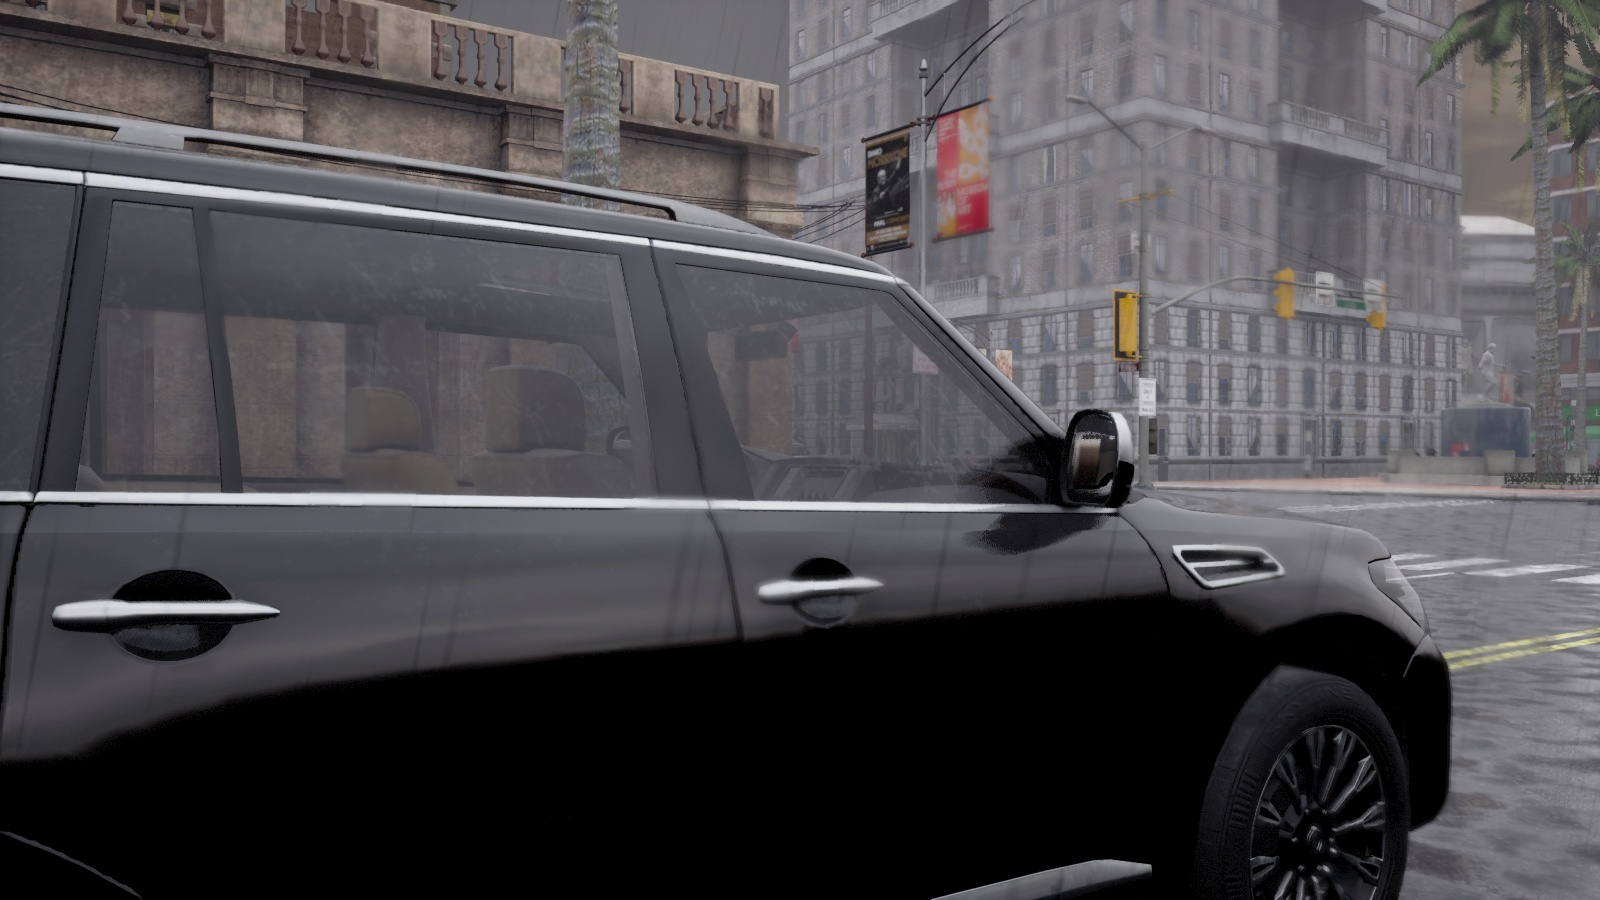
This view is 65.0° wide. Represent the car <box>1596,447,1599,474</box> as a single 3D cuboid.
[{"bbox_3d":[51.585,0.667,76.771,2.242,1.667,4.611,0,0,-18],"label":"car"}]

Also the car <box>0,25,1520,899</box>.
[{"bbox_3d":[-0.661,0.473,3.201,5.566,2.045,2.150,0,0,-35],"label":"car"}]
